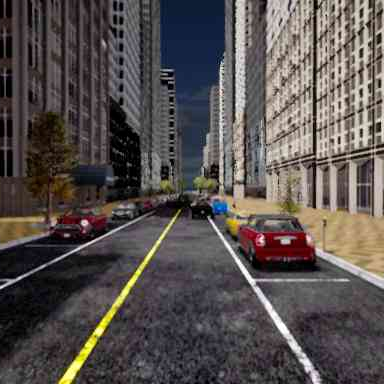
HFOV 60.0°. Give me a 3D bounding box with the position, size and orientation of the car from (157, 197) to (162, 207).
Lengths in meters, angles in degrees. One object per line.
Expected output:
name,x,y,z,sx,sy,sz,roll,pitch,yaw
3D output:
car,-5.706,1.576,45.552,2.008,1.369,4.403,-1,0,0

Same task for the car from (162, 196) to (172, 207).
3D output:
car,-3.087,1.629,51.064,1.895,1.301,4.718,0,0,0

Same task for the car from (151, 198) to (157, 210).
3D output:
car,-5.704,1.567,39.868,1.887,1.381,4.507,-1,0,0

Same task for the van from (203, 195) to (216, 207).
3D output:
van,2.672,1.369,51.237,1.690,1.788,3.998,-1,0,0

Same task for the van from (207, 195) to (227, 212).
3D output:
van,2.675,1.360,34.186,1.690,1.788,3.998,-1,0,0

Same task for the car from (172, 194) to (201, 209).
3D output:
car,-0.150,1.246,45.917,2.150,2.045,5.566,-1,0,24

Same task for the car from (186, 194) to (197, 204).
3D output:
car,-0.012,1.389,65.512,2.097,1.767,4.553,0,0,0

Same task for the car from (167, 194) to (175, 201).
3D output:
car,-5.714,1.489,91.021,1.967,1.590,4.097,-1,0,0

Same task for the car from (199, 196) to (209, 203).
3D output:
car,2.670,1.591,73.971,2.008,1.369,4.403,-1,0,0

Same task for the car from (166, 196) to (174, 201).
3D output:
car,-5.712,1.628,85.337,1.802,1.307,4.206,-1,0,0

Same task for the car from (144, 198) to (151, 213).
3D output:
car,-5.703,1.585,34.185,1.947,1.339,4.313,-1,0,0

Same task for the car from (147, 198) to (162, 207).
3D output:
car,-5.706,1.611,51.236,1.802,1.307,4.206,-1,0,0

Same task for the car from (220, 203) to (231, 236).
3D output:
car,2.680,1.535,17.305,1.752,1.417,4.829,-1,0,0

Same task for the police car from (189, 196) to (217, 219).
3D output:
police car,0.895,1.442,29.642,1.930,1.638,5.238,0,0,0

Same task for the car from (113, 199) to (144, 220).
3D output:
car,-5.703,1.567,28.501,2.008,1.369,4.403,-1,0,0

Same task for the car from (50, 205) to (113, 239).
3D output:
car,-5.701,1.450,17.134,1.967,1.590,4.097,-1,0,0

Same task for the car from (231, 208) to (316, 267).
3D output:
car,2.680,1.446,11.452,1.967,1.590,4.097,-1,0,0
